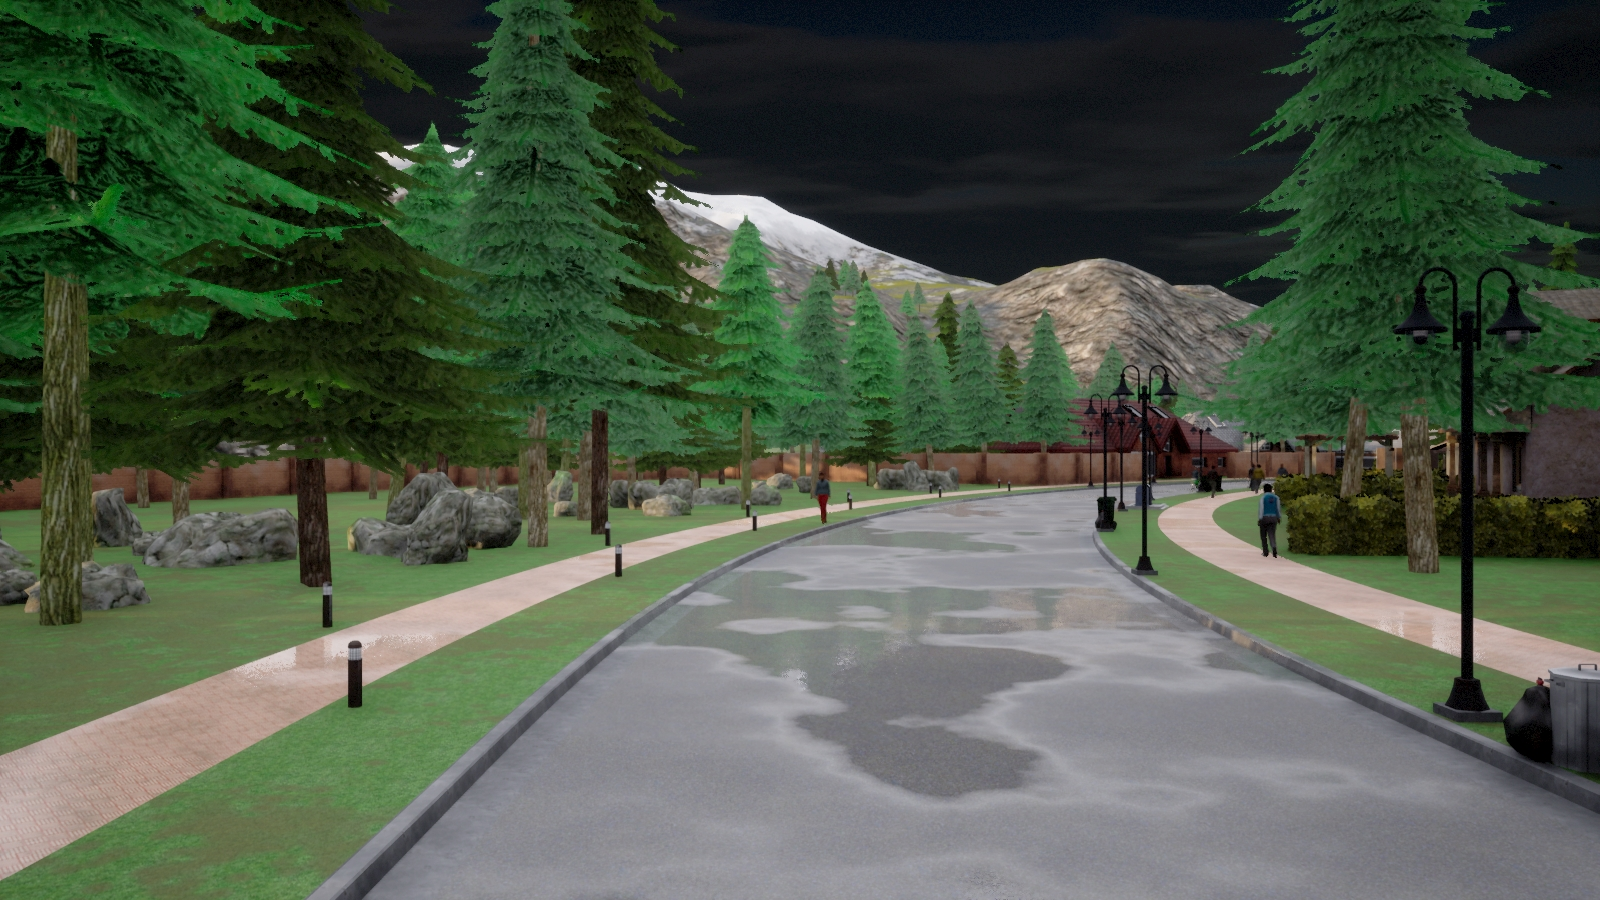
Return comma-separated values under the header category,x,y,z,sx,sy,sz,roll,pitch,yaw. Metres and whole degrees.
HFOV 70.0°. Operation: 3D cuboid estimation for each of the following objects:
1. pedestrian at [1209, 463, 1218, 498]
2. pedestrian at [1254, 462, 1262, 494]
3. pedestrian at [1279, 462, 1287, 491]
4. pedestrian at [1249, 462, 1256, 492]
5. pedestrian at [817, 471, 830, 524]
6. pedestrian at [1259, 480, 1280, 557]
category,x,y,z,sx,sy,sz,roll,pitch,yaw
pedestrian,22.334,1.663,61.764,0.375,1.860,0.375,0,0,35
pedestrian,26.948,1.662,67.233,0.375,1.860,0.375,0,0,36
pedestrian,30.287,1.663,71.688,0.375,1.860,0.375,0,0,37
pedestrian,28.155,1.663,71.038,0.375,1.860,0.375,0,0,25
pedestrian,0.842,1.665,40.295,0.375,1.860,0.375,0,0,15
pedestrian,11.421,1.664,27.808,0.375,1.860,0.375,0,0,2
